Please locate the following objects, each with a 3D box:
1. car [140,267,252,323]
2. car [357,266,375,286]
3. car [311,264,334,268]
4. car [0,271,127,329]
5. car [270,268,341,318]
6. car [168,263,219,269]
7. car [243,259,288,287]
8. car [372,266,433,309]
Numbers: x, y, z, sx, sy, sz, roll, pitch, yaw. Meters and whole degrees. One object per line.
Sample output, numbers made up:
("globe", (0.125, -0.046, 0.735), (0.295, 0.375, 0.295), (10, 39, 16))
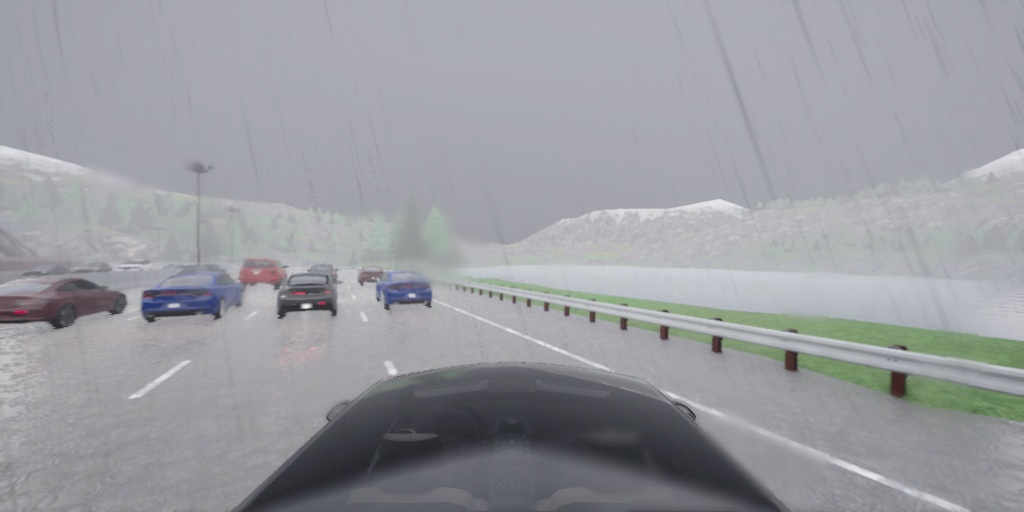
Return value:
("car", (-11.215, 1.348, 12.986), (1.882, 1.535, 5.008), (0, 0, -26))
("car", (-11.588, 1.542, 29.526), (1.882, 1.535, 5.008), (0, 0, -26))
("car", (-14.369, 1.386, 27.244), (2.097, 1.767, 4.553), (0, -1, -26))
("car", (-14.200, 1.371, 11.120), (1.812, 1.442, 4.674), (0, -1, -26))
("car", (-7.761, 1.392, 13.885), (1.837, 1.490, 4.892), (0, 0, -26))
("car", (-20.643, 1.343, 24.140), (2.097, 1.767, 4.553), (0, -1, -26))
("car", (-17.138, 1.230, 24.930), (2.150, 2.045, 5.566), (0, 0, -26))
("car", (-4.940, 1.391, 16.089), (1.882, 1.535, 5.008), (0, 0, -26))
